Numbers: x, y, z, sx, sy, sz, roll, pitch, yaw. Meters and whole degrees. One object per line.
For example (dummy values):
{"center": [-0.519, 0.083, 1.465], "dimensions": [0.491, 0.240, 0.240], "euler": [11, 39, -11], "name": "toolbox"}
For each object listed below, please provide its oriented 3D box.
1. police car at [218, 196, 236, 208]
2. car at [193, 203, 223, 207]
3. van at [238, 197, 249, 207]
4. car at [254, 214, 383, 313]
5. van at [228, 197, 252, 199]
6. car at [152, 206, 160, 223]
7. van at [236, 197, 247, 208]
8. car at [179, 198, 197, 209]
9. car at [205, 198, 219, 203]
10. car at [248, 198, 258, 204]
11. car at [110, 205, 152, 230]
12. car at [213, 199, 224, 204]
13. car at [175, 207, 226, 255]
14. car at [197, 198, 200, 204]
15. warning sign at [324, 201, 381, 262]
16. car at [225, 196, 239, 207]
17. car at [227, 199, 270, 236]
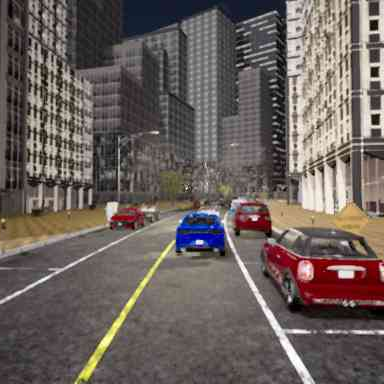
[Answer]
{"center": [5.904, 1.945, 54.409], "dimensions": [1.930, 1.638, 5.238], "euler": [0, -1, 10], "name": "police car"}
{"center": [1.411, 1.886, 28.051], "dimensions": [1.895, 1.301, 4.718], "euler": [0, -1, 6], "name": "car"}
{"center": [10.241, 1.955, 66.031], "dimensions": [1.690, 1.788, 3.998], "euler": [1, 0, 13], "name": "van"}
{"center": [2.849, 1.525, 7.928], "dimensions": [1.967, 1.590, 4.097], "euler": [1, -1, 2], "name": "car"}
{"center": [4.443, 1.649, 31.190], "dimensions": [1.690, 1.788, 3.998], "euler": [1, 0, 6], "name": "van"}
{"center": [-3.865, 1.853, 28.776], "dimensions": [2.008, 1.369, 4.403], "euler": [1, 0, 5], "name": "car"}
{"center": [8.998, 1.905, 60.301], "dimensions": [1.690, 1.788, 3.998], "euler": [1, 0, 12], "name": "van"}
{"center": [-0.881, 2.037, 51.167], "dimensions": [1.752, 1.417, 4.829], "euler": [1, 0, 9], "name": "car"}
{"center": [4.583, 1.989, 65.860], "dimensions": [2.097, 1.767, 4.553], "euler": [0, -1, 13], "name": "car"}
{"center": [16.332, 2.370, 88.771], "dimensions": [1.947, 1.339, 4.313], "euler": [1, 0, 17], "name": "car"}
{"center": [-4.358, 1.791, 23.106], "dimensions": [1.887, 1.381, 4.507], "euler": [1, -1, 4], "name": "car"}
{"center": [6.756, 2.383, 84.712], "dimensions": [1.947, 1.339, 4.313], "euler": [1, 0, 16], "name": "car"}
{"center": [0.416, 1.627, 14.145], "dimensions": [1.882, 1.535, 5.008], "euler": [0, 0, 4], "name": "car"}
{"center": [0.154, 1.880, 56.912], "dimensions": [2.192, 1.841, 5.009], "euler": [1, 0, 11], "name": "car"}
{"center": [5.146, 1.228, 10.777], "dimensions": [1.300, 1.860, 1.060], "euler": [-1, -2, 2], "name": "warning sign"}
{"center": [7.851, 1.829, 64.068], "dimensions": [2.150, 2.045, 5.566], "euler": [0, -1, 12], "name": "car"}
{"center": [3.424, 1.515, 19.525], "dimensions": [2.192, 1.841, 5.009], "euler": [1, 0, 5], "name": "car"}
